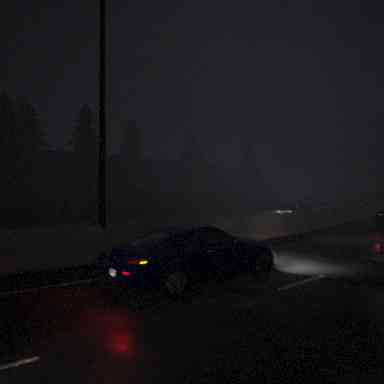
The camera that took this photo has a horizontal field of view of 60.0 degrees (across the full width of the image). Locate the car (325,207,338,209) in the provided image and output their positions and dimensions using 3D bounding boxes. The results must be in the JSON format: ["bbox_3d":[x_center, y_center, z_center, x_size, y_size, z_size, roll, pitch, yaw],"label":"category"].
[{"bbox_3d":[13.662,1.621,33.325,1.812,1.442,4.674,0,0,36],"label":"car"}]

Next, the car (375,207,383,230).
[{"bbox_3d":[13.012,1.562,20.966,2.128,1.511,4.902,0,0,42],"label":"car"}]

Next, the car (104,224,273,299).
[{"bbox_3d":[0.102,1.542,8.503,4.674,1.442,1.812,0,0,-39],"label":"car"}]
